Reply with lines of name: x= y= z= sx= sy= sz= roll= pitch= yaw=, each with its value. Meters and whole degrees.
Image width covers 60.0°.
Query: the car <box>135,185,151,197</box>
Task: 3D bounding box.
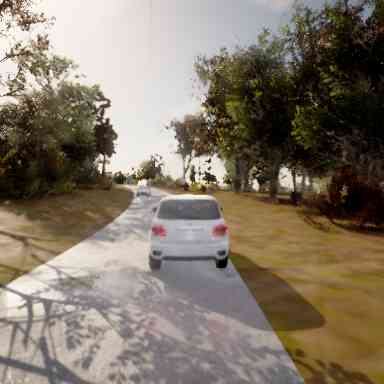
car: x=-6.349 y=-0.121 z=43.878 sx=1.812 sy=1.442 sz=4.674 roll=1 pitch=3 yaw=-10

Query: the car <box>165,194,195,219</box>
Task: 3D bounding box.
car: x=-1.013 y=1.005 z=24.882 sx=2.033 sy=1.411 sz=5.357 roll=0 pitch=2 yaw=-5

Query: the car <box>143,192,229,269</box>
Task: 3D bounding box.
car: x=-0.141 y=1.099 z=10.874 sx=2.150 sy=2.045 sz=5.566 roll=0 pitch=1 yaw=-2
